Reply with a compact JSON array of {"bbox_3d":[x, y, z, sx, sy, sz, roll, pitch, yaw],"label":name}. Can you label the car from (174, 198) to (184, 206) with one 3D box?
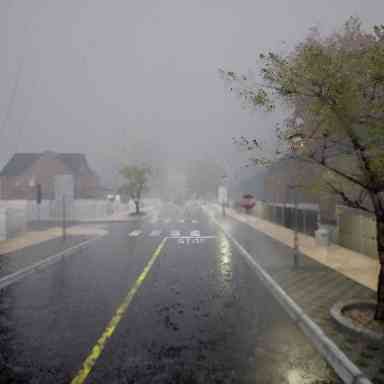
[{"bbox_3d":[-2.745,2.138,73.697,2.097,1.767,4.553,0,-1,0],"label":"car"}]
